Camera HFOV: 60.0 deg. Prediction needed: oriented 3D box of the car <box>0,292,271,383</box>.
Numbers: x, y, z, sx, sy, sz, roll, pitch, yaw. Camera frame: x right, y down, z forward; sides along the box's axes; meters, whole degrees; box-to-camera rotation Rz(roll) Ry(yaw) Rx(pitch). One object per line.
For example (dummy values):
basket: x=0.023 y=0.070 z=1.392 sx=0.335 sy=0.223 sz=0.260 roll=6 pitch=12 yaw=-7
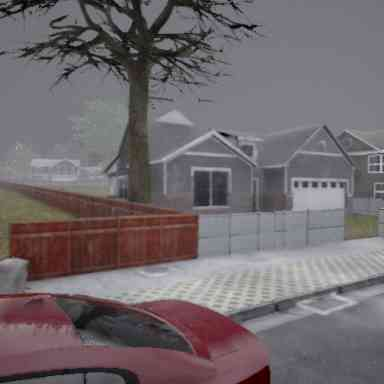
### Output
car: x=-1.726 y=1.469 z=1.734 sx=5.008 sy=1.535 sz=1.882 roll=0 pitch=0 yaw=-35
